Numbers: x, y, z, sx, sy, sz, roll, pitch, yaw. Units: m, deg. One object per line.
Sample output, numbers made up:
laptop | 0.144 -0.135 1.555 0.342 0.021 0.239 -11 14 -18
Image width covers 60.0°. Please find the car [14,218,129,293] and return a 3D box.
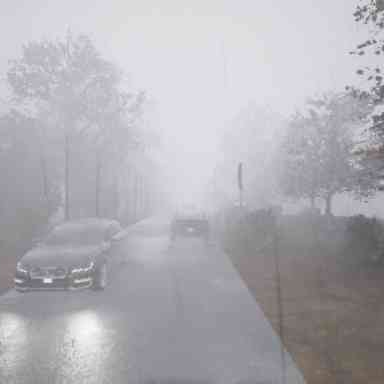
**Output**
car | -2.939 1.542 9.117 1.837 1.490 4.892 0 0 -1

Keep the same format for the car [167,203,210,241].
car | -0.112 1.584 17.515 1.882 1.535 5.008 0 -1 -1

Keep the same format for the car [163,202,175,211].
car | -3.439 2.264 52.791 1.882 1.535 5.008 0 -2 0

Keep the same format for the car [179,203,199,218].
car | -0.357 1.938 36.374 2.033 1.411 5.357 0 -1 -1
